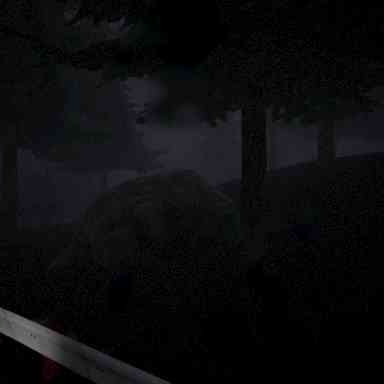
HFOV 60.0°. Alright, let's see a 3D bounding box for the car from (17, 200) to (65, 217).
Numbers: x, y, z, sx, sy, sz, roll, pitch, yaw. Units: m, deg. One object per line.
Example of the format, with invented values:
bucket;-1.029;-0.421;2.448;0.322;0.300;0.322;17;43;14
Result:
car;-13.130;1.489;27.927;1.837;1.490;4.892;0;0;36
